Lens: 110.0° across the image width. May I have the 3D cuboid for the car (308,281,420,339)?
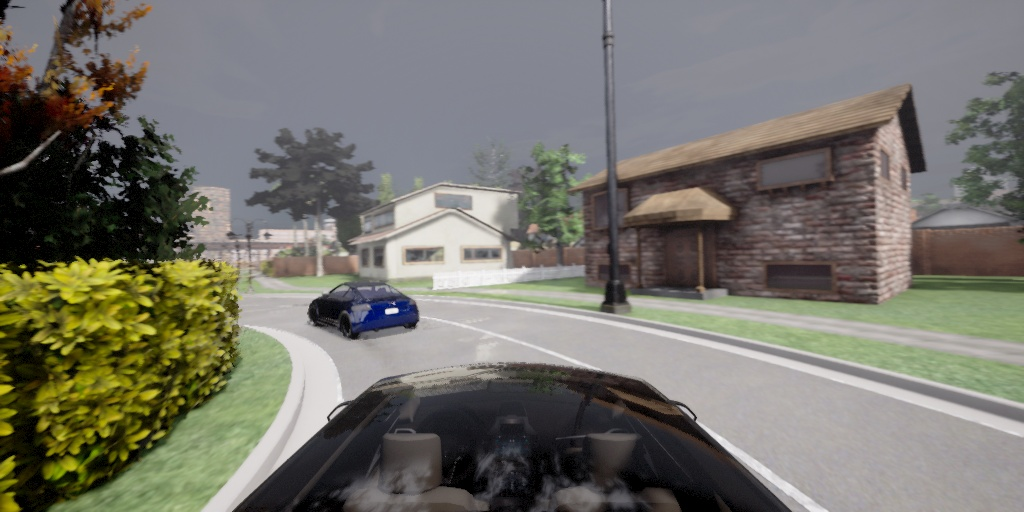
[{"bbox_3d":[-4.550,1.451,10.809,1.994,1.385,4.181,-1,0,-45],"label":"car"}]
